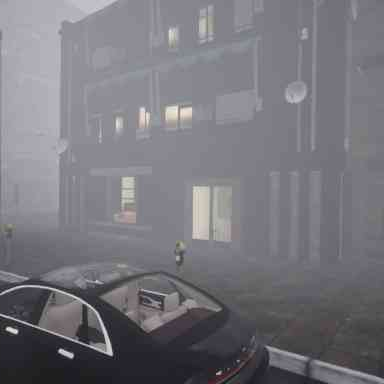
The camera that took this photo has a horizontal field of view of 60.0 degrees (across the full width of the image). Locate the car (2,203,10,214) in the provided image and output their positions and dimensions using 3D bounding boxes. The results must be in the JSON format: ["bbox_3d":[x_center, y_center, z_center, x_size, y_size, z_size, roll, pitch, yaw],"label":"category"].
[{"bbox_3d":[-21.549,1.623,34.887,2.008,1.369,4.403,1,0,36],"label":"car"}]

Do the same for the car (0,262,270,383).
[{"bbox_3d":[-1.306,1.550,3.943,4.403,1.369,2.008,0,1,35],"label":"car"}]
